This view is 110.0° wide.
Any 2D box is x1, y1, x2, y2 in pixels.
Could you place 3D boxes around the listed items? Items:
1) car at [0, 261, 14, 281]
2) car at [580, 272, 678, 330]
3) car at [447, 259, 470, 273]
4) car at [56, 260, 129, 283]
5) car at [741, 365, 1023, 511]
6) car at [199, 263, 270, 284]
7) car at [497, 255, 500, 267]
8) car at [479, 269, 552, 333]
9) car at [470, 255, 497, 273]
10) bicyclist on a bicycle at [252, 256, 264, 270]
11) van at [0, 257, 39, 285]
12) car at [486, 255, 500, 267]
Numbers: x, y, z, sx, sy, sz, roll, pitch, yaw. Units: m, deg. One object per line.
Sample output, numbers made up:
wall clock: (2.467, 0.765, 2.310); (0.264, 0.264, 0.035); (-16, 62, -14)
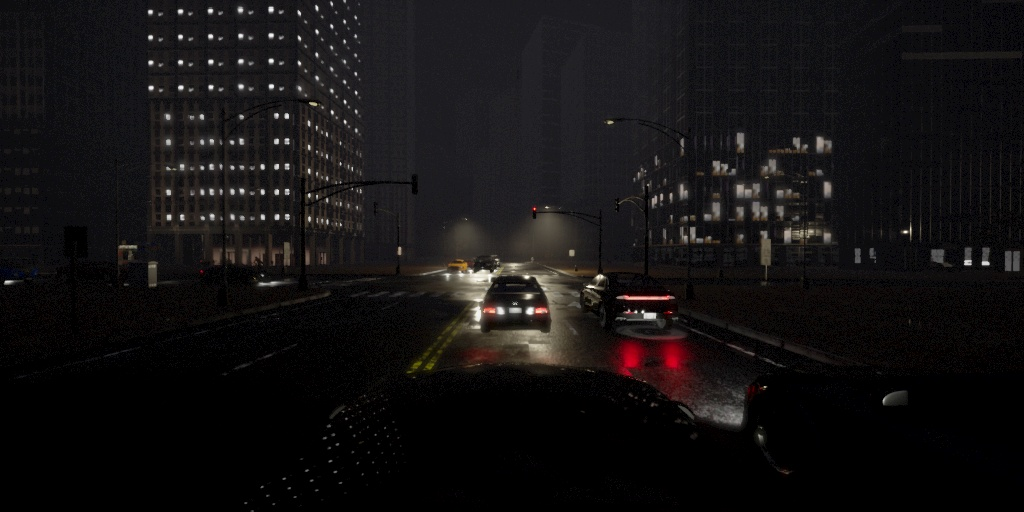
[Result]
car: (-40.289, 1.092, 26.442); (4.674, 1.442, 1.812); (0, 0, 2)
car: (3.359, 1.238, 11.125); (2.128, 1.511, 4.902); (0, 0, 0)
car: (-6.540, 1.193, 43.248); (1.882, 1.535, 5.008); (0, 0, 0)
car: (-30.047, 1.093, 26.155); (5.008, 1.535, 1.882); (0, 0, 2)
car: (3.354, 1.314, 1.969); (1.994, 1.385, 4.181); (0, 0, 0)
car: (-19.955, 1.227, 25.889); (4.181, 1.385, 1.994); (0, 0, 1)
car: (-3.276, 1.048, 52.878); (2.097, 1.767, 4.553); (0, 0, 0)
car: (0.111, 1.294, 10.713); (2.033, 1.411, 5.357); (0, 0, 1)
car: (-3.291, 0.937, 42.924); (2.150, 2.045, 5.566); (0, 0, 0)
bicyclist on a bicycle: (-24.659, 0.867, 34.749); (0.582, 1.620, 1.656); (0, 1, 1)
van: (-33.905, 0.959, 23.672); (3.998, 1.789, 1.690); (0, 0, 2)
car: (-3.253, 0.896, 63.106); (2.150, 2.045, 5.566); (0, 0, 0)
